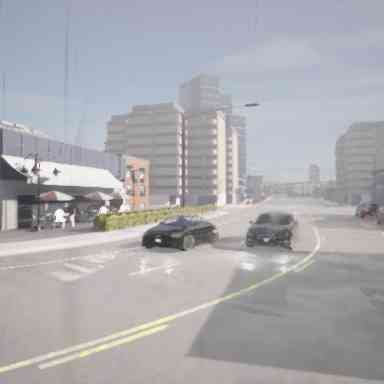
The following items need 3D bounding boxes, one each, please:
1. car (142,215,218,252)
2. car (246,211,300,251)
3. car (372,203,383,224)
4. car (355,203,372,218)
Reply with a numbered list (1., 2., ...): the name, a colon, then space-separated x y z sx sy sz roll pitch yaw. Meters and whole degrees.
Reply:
1. car: -0.402 1.744 14.905 1.994 1.385 4.181 -1 -1 28
2. car: 3.825 1.663 15.236 1.837 1.490 4.892 0 -1 23
3. car: 14.441 1.699 23.573 1.837 1.490 4.892 -1 0 19
4. car: 17.492 1.808 32.856 1.812 1.442 4.674 -1 -1 18
